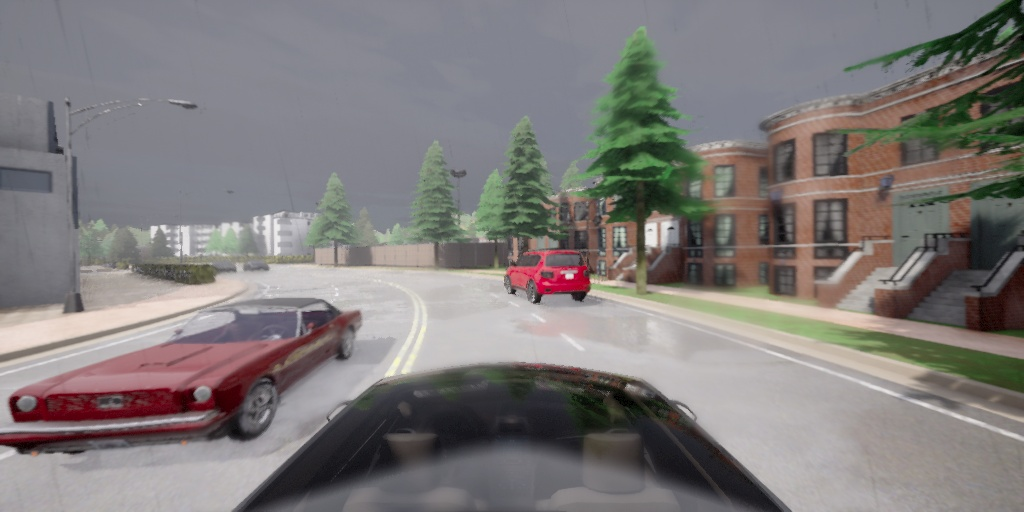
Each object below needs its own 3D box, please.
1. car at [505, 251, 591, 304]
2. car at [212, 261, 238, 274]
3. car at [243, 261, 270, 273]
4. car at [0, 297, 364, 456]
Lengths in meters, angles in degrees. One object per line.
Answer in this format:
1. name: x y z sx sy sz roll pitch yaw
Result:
1. car: 1.333 0.805 15.537 2.150 2.045 5.566 -1 1 -16
2. car: -34.217 1.363 42.577 4.892 1.490 1.837 -1 0 41
3. car: -32.789 1.345 45.965 5.357 1.411 2.033 0 1 40
4. car: -3.869 1.372 5.416 1.895 1.301 4.718 -1 1 -7
